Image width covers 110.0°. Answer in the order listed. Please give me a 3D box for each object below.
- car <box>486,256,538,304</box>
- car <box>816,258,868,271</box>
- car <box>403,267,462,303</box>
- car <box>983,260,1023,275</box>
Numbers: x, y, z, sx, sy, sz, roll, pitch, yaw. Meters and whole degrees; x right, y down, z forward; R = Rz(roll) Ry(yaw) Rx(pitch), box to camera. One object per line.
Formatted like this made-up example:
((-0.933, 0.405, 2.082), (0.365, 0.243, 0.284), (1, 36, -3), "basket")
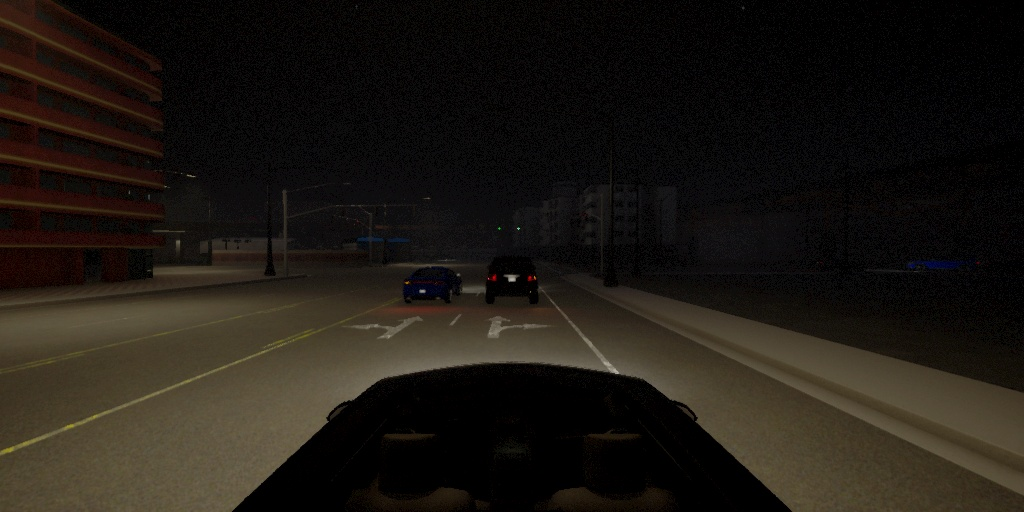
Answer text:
((0.000, 0.998, 16.530), (2.150, 2.045, 5.566), (0, 0, 0), "car")
((39.860, 1.022, 43.377), (4.902, 1.511, 2.128), (0, 1, 15), "car")
((-3.500, 1.226, 16.502), (1.882, 1.535, 5.008), (0, 0, 0), "car")
((51.290, 1.177, 35.935), (1.837, 1.490, 4.892), (-1, 1, -39), "car")
